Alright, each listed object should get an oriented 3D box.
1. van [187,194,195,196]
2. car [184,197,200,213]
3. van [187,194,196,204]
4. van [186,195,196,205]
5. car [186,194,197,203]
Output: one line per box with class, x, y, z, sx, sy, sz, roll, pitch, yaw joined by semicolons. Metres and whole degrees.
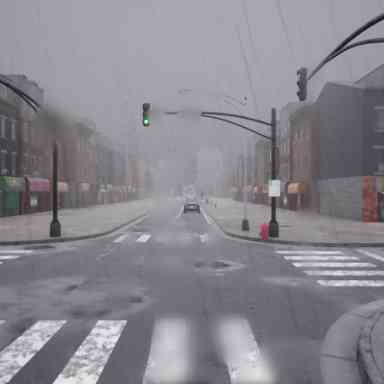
van;-0.093;1.371;53.496;1.690;1.788;3.998;0;0;0
car;-0.027;1.584;36.679;1.947;1.339;4.313;0;0;0
van;-0.137;1.384;64.707;1.690;1.788;3.998;0;0;0
van;-0.116;1.377;59.102;1.690;1.788;3.998;0;0;0
car;-0.160;1.366;70.313;2.192;1.841;5.009;0;0;0
